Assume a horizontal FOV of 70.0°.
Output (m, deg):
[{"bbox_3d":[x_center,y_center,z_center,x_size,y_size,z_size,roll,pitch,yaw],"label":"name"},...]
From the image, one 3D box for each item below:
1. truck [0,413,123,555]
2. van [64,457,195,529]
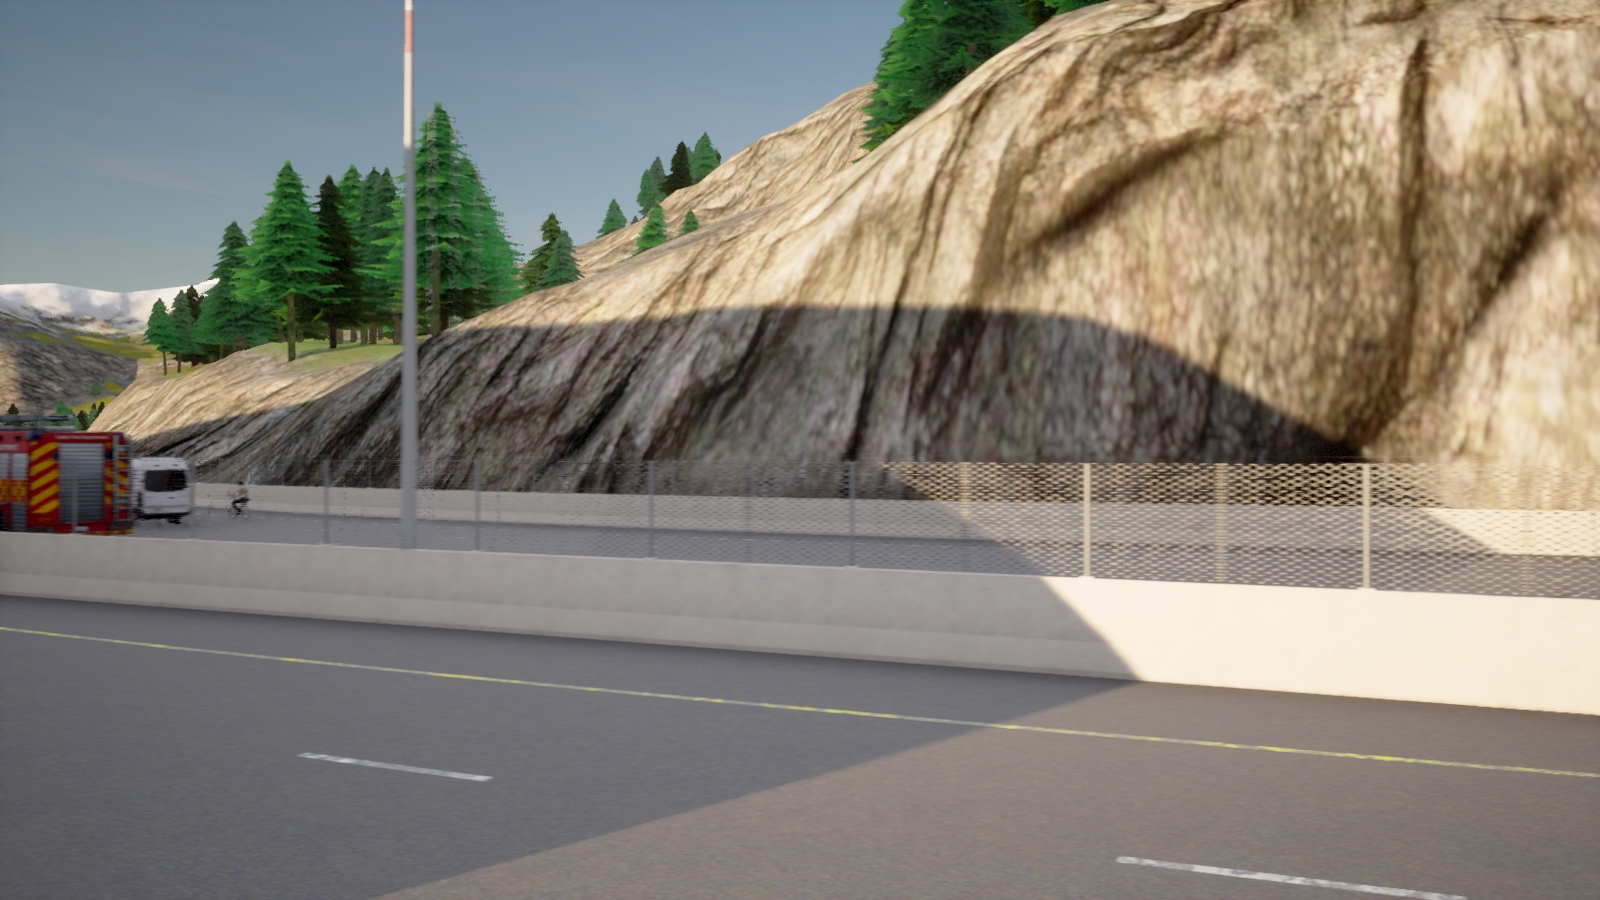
[{"bbox_3d":[-24.135,0.922,34.344,8.468,3.827,2.891,0,0,32],"label":"truck"},{"bbox_3d":[-25.848,1.575,43.959,5.915,2.561,1.988,0,0,34],"label":"van"}]
